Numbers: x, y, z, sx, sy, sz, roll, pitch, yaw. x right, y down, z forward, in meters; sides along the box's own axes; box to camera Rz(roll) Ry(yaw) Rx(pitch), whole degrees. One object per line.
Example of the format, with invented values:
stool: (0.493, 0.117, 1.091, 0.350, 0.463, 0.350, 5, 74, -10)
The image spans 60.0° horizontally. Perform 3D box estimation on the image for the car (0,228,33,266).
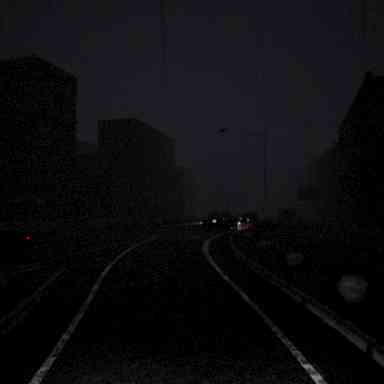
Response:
car: (-7.045, 1.583, 9.286, 2.033, 1.411, 5.357, -1, -1, 18)

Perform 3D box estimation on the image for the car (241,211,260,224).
car: (7.238, 3.148, 40.933, 1.837, 1.490, 4.892, -1, -4, 17)

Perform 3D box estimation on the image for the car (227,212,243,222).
car: (6.566, 3.763, 50.140, 1.837, 1.490, 4.892, -1, -5, 15)

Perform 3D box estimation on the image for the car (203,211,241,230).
car: (2.238, 2.183, 25.782, 1.994, 1.385, 4.181, -1, -4, 18)
